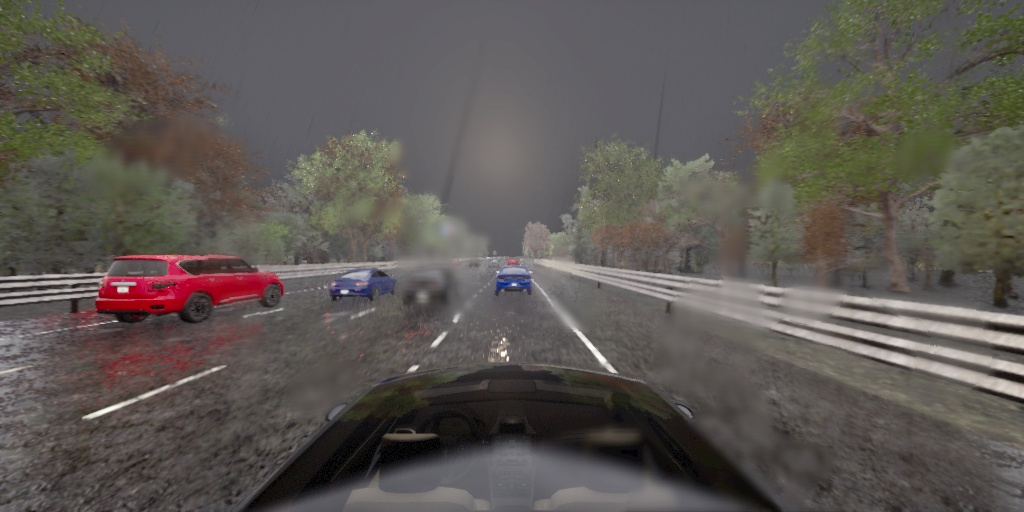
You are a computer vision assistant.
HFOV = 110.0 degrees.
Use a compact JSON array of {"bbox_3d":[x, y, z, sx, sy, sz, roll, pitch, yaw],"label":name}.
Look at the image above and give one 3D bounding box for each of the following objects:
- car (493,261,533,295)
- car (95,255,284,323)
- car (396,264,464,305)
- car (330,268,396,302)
[{"bbox_3d":[0.119,1.270,20.238,1.882,1.535,5.008,0,0,0],"label":"car"},{"bbox_3d":[-10.396,0.992,12.266,2.150,2.045,5.566,0,0,0],"label":"car"},{"bbox_3d":[-3.388,1.287,16.075,1.837,1.490,4.892,0,0,0],"label":"car"},{"bbox_3d":[-6.885,1.307,17.065,1.812,1.442,4.674,0,0,0],"label":"car"}]
